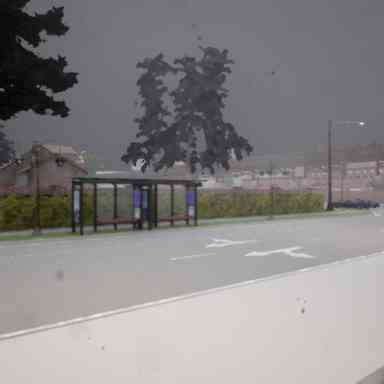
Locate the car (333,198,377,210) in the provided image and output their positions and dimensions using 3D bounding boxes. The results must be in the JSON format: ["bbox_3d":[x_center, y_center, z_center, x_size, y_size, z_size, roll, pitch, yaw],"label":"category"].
[{"bbox_3d":[20.628,1.612,42.845,1.895,1.301,4.718,0,0,-35],"label":"car"}]

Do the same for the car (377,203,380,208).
[{"bbox_3d":[23.160,1.576,45.339,1.994,1.385,4.181,0,0,-35],"label":"car"}]
